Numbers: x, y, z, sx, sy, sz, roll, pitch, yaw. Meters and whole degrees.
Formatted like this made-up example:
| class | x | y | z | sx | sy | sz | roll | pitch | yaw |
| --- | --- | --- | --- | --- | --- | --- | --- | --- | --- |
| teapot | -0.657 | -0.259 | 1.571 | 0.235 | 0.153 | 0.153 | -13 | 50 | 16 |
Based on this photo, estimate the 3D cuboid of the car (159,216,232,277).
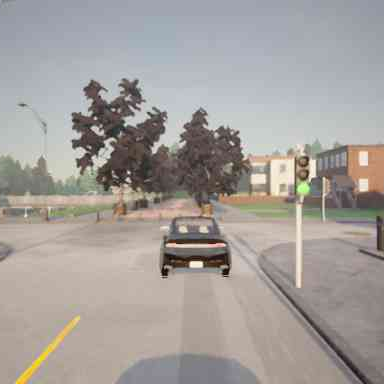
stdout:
| class | x | y | z | sx | sy | sz | roll | pitch | yaw |
| --- | --- | --- | --- | --- | --- | --- | --- | --- | --- |
| car | 0.028 | 1.487 | 10.224 | 2.128 | 1.511 | 4.902 | 0 | 0 | -2 |
